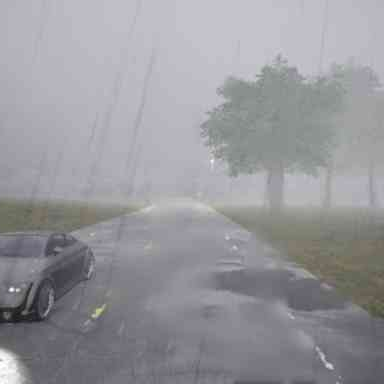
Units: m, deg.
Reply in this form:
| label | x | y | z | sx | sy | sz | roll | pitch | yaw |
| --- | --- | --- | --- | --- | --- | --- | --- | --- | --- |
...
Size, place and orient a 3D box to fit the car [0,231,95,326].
| label | x | y | z | sx | sy | sz | roll | pitch | yaw |
| --- | --- | --- | --- | --- | --- | --- | --- | --- | --- |
| car | -3.516 | 1.548 | 7.010 | 1.994 | 1.385 | 4.181 | 0 | 0 | 0 |
